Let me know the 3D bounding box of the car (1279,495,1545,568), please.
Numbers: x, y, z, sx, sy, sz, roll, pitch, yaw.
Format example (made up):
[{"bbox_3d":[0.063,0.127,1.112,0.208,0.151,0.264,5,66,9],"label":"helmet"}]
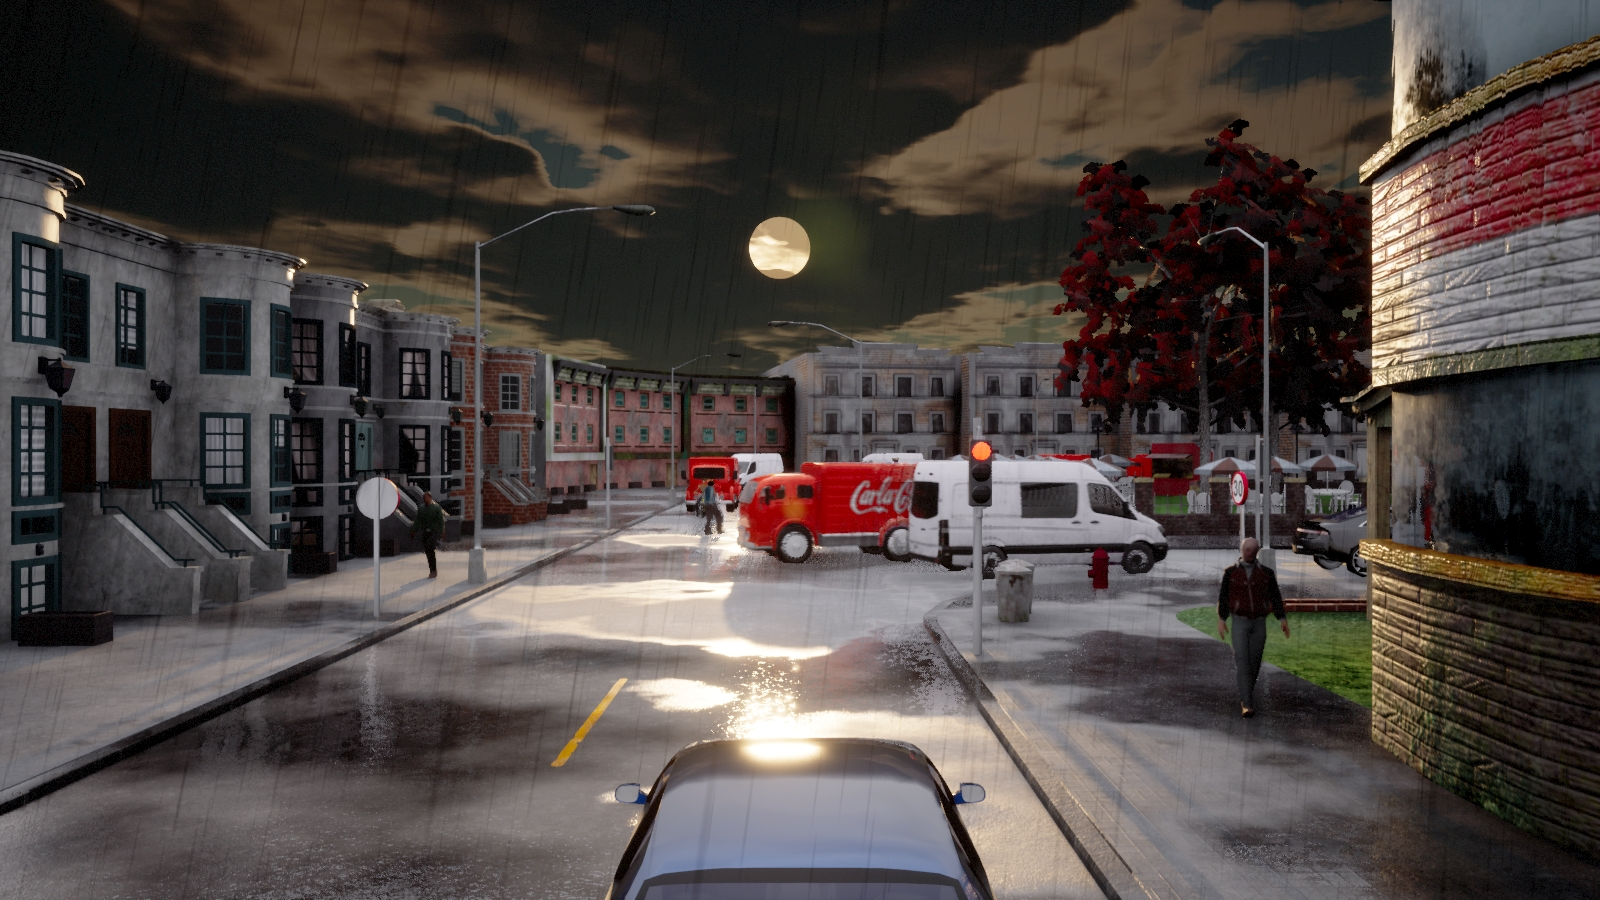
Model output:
[{"bbox_3d":[13.778,1.817,25.951,4.902,1.511,2.128,0,0,-1],"label":"car"}]

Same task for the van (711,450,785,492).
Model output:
[{"bbox_3d":[-3.214,1.289,72.299,1.988,2.561,5.915,0,0,28],"label":"van"}]

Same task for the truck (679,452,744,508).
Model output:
[{"bbox_3d":[-4.030,1.328,52.854,2.627,2.467,5.204,0,0,0],"label":"truck"}]

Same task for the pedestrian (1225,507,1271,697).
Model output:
[{"bbox_3d":[4.519,1.521,11.539,0.375,1.860,0.375,0,0,13],"label":"pedestrian"}]

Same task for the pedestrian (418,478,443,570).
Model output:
[{"bbox_3d":[-7.616,1.517,23.573,0.375,1.860,0.375,0,0,3],"label":"pedestrian"}]

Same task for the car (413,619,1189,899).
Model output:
[{"bbox_3d":[-0.001,1.884,5.268,2.033,1.411,5.357,0,0,0],"label":"car"}]

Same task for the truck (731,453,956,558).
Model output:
[{"bbox_3d":[1.046,1.334,29.146,5.204,2.467,2.627,0,0,-14],"label":"truck"}]

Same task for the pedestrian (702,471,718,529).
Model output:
[{"bbox_3d":[-2.913,1.614,36.978,0.375,1.860,0.375,0,0,-40],"label":"pedestrian"}]

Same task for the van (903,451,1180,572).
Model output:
[{"bbox_3d":[5.481,1.304,25.974,5.915,2.561,1.988,0,0,-16],"label":"van"}]
